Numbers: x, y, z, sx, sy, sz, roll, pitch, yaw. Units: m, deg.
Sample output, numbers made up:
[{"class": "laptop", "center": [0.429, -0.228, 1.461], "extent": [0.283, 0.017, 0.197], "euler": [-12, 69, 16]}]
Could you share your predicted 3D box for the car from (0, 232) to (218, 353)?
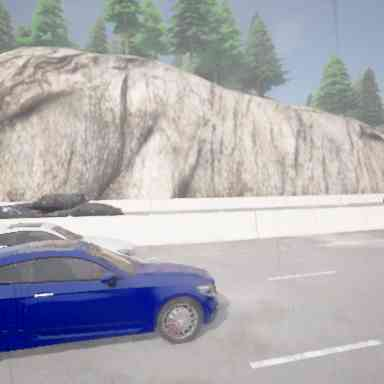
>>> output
[{"class": "car", "center": [-1.904, 1.505, 5.229], "extent": [4.674, 1.442, 1.812], "euler": [-1, 1, -16]}]

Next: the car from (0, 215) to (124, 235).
[{"class": "car", "center": [-3.779, 1.501, 8.328], "extent": [4.674, 1.442, 1.812], "euler": [-1, 1, -16]}]

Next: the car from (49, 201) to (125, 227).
[{"class": "car", "center": [-6.916, 1.423, 22.196], "extent": [4.674, 1.442, 1.812], "euler": [-1, 1, -17]}]
